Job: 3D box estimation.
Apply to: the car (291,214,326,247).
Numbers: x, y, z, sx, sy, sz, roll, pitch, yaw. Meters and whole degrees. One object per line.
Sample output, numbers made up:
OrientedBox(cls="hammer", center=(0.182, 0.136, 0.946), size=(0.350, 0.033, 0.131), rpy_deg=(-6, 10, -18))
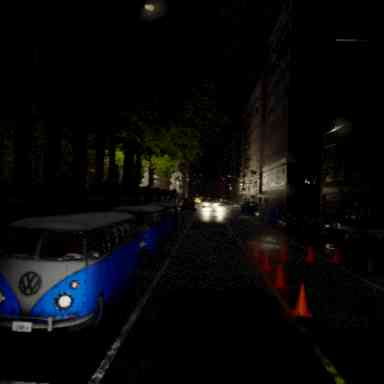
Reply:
OrientedBox(cls="car", center=(6.830, 2.107, 17.511), size=(1.802, 1.307, 4.206), rpy_deg=(3, -1, 3))

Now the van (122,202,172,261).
OrientedBox(cls="van", center=(-1.915, 1.384, 12.211), size=(1.690, 1.788, 3.998), rpy_deg=(3, -1, 3))

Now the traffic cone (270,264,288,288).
OrientedBox(cls="traffic cone", center=(2.296, 2.165, 8.672), size=(0.340, 0.580, 0.340), rpy_deg=(3, -1, 3))

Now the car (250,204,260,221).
OrientedBox(cls="car", center=(7.574, 2.283, 34.475), size=(1.887, 1.381, 4.507), rpy_deg=(3, -1, 3))

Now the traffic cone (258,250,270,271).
OrientedBox(cls="traffic cone", center=(2.384, 2.191, 10.670), size=(0.340, 0.580, 0.340), rpy_deg=(3, -1, 3))

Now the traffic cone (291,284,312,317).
OrientedBox(cls="traffic cone", center=(2.209, 2.139, 6.674), size=(0.340, 0.580, 0.340), rpy_deg=(3, -1, 3))

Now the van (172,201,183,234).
OrientedBox(cls="van", center=(-1.667, 1.457, 17.864), size=(1.690, 1.788, 3.998), rpy_deg=(3, -1, 3))

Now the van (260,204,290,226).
OrientedBox(cls="van", center=(7.336, 2.010, 28.823), size=(1.690, 1.788, 3.998), rpy_deg=(3, -1, 3))

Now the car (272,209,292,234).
OrientedBox(cls="car", center=(7.077, 2.179, 23.166), size=(1.802, 1.307, 4.206), rpy_deg=(3, -1, 3))

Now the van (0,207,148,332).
OrientedBox(cls="van", center=(-2.161, 1.310, 6.560), size=(1.690, 1.788, 3.998), rpy_deg=(3, -1, 3))

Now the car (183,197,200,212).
OrientedBox(cls="car", center=(-0.428, 1.782, 46.124), size=(2.192, 1.841, 5.009), rpy_deg=(3, -1, 3))

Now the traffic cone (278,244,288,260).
OrientedBox(cls="traffic cone", center=(3.469, 2.265, 12.623), size=(0.340, 0.580, 0.340), rpy_deg=(3, -1, 3))

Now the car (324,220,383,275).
OrientedBox(cls="car", center=(6.585, 1.997, 11.857), size=(1.887, 1.381, 4.507), rpy_deg=(3, -1, 3))

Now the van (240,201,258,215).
OrientedBox(cls="van", center=(8.079, 2.217, 45.787), size=(1.690, 1.788, 3.998), rpy_deg=(3, -1, 3))

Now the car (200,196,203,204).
OrientedBox(cls="car", center=(1.466, 2.496, 89.596), size=(1.752, 1.417, 4.829), rpy_deg=(3, -1, 3))

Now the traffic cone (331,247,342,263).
OrientedBox(cls="traffic cone", center=(5.464, 2.361, 12.535), size=(0.340, 0.580, 0.340), rpy_deg=(3, -1, 3))

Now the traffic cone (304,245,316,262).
OrientedBox(cls="traffic cone", center=(4.467, 2.313, 12.579), size=(0.340, 0.580, 0.340), rpy_deg=(3, -1, 3))

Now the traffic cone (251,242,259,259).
OrientedBox(cls="traffic cone", center=(2.471, 2.217, 12.668), size=(0.340, 0.580, 0.340), rpy_deg=(3, -1, 3))

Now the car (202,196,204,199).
OrientedBox(cls="car", center=(1.711, 2.588, 95.211), size=(2.008, 1.369, 4.403), rpy_deg=(3, -1, 3))
